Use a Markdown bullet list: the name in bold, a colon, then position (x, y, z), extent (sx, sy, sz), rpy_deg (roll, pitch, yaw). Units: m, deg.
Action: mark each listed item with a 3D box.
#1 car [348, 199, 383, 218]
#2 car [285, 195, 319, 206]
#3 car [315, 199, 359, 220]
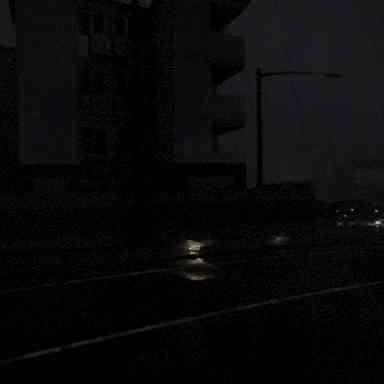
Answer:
- **car**: position (13.894, 1.330, 28.210), extent (2.033, 1.411, 5.357), rpy_deg (-1, 1, -22)
- **car**: position (14.918, 1.122, 45.400), extent (1.895, 1.301, 4.718), rpy_deg (-1, 1, -21)
- **car**: position (10.659, 1.450, 26.894), extent (1.895, 1.301, 4.718), rpy_deg (-1, 1, -22)
